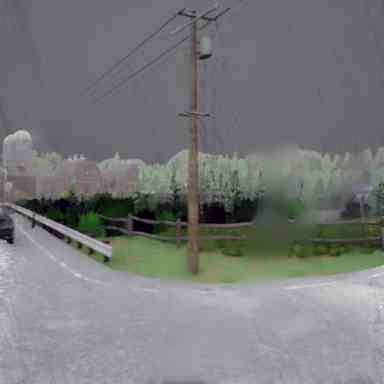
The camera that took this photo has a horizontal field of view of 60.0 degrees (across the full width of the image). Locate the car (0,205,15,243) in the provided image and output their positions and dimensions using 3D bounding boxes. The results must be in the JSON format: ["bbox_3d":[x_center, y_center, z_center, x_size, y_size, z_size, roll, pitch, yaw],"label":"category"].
[{"bbox_3d":[-8.656,1.257,13.955,1.837,1.490,4.892,0,2,-34],"label":"car"}]
